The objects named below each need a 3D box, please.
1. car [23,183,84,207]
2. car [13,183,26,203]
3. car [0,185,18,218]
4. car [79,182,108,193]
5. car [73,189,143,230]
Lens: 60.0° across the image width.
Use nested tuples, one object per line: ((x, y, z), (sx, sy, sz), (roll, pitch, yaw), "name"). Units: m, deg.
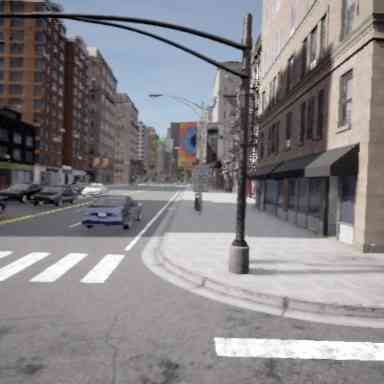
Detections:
((-10.280, 0.243, 25.280), (2.033, 1.411, 5.357), (2, 2, -1), "car")
((-13.527, 0.007, 26.728), (1.882, 1.535, 5.008), (2, 2, 0), "car")
((-10.219, 0.586, 14.757), (2.128, 1.511, 4.902), (2, 2, 0), "car")
((-10.330, -0.175, 35.862), (1.812, 1.442, 4.674), (2, 2, -1), "car")
((-3.534, 0.841, 15.590), (2.033, 1.411, 5.357), (2, 2, 0), "car")
